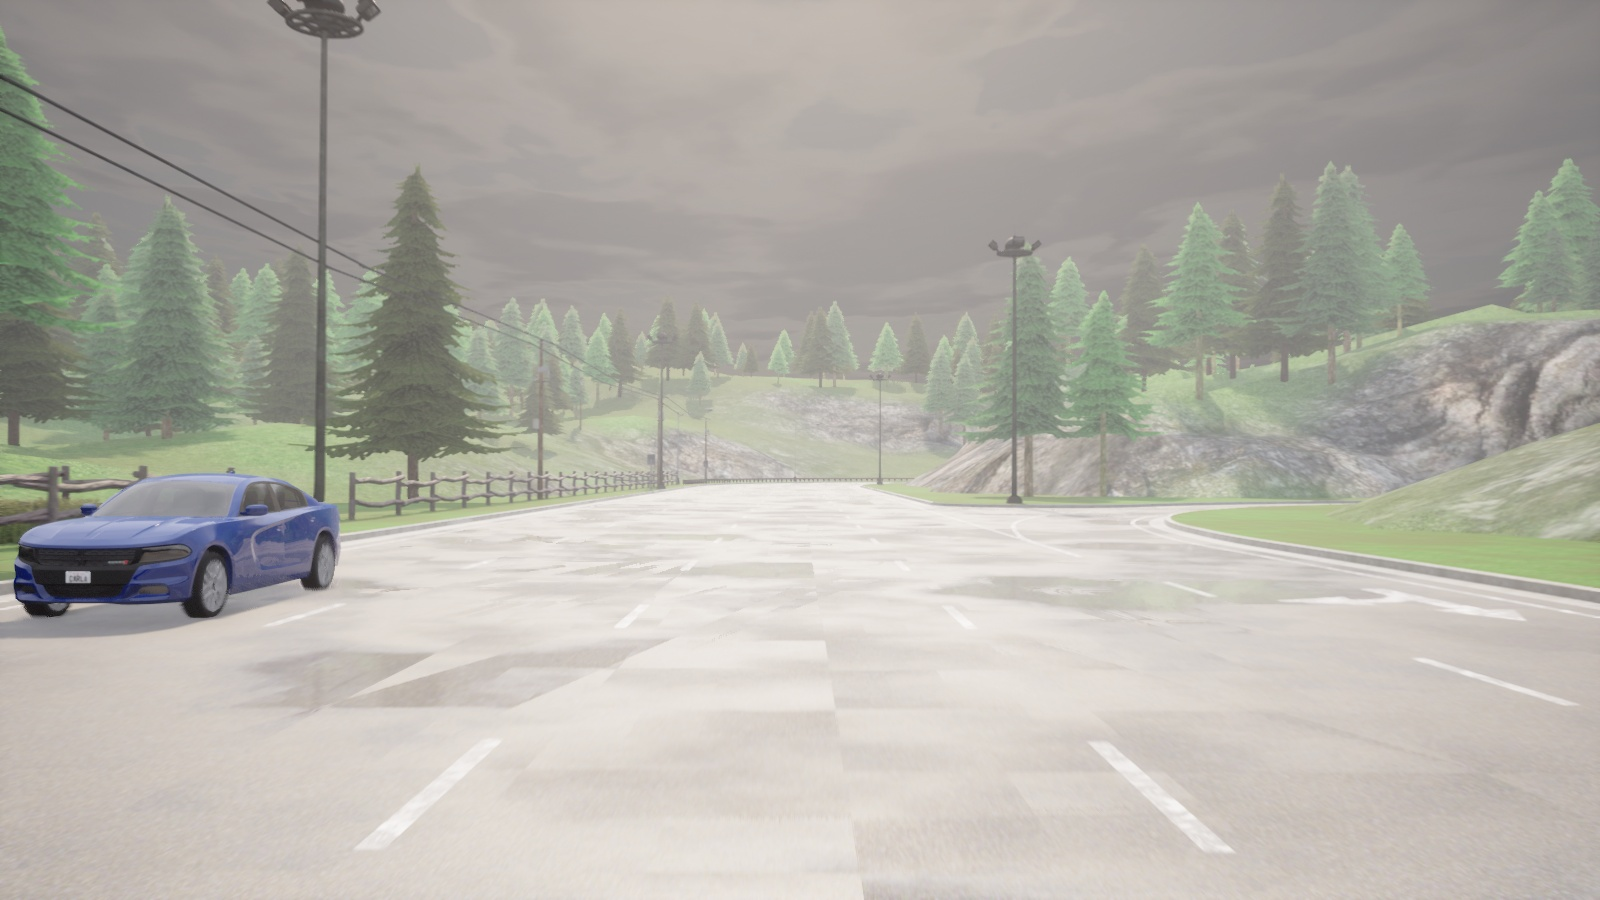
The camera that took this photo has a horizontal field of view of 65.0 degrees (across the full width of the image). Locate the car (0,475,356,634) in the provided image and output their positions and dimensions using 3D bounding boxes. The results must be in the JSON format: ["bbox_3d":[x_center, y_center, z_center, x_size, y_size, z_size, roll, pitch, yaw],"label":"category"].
[{"bbox_3d":[-7.035,1.067,14.741,1.882,1.535,5.008,0,-1,0],"label":"car"}]
